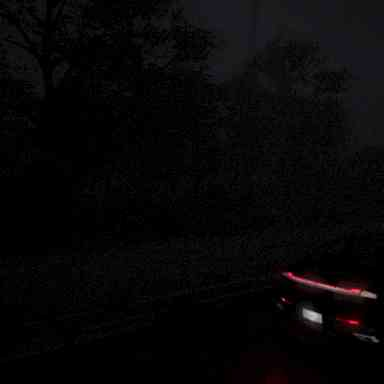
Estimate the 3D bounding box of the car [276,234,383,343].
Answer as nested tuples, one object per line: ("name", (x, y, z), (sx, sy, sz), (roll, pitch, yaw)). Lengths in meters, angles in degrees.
("car", (3.652, 1.530, 6.055), (4.902, 1.511, 2.128), (0, 0, -36))
